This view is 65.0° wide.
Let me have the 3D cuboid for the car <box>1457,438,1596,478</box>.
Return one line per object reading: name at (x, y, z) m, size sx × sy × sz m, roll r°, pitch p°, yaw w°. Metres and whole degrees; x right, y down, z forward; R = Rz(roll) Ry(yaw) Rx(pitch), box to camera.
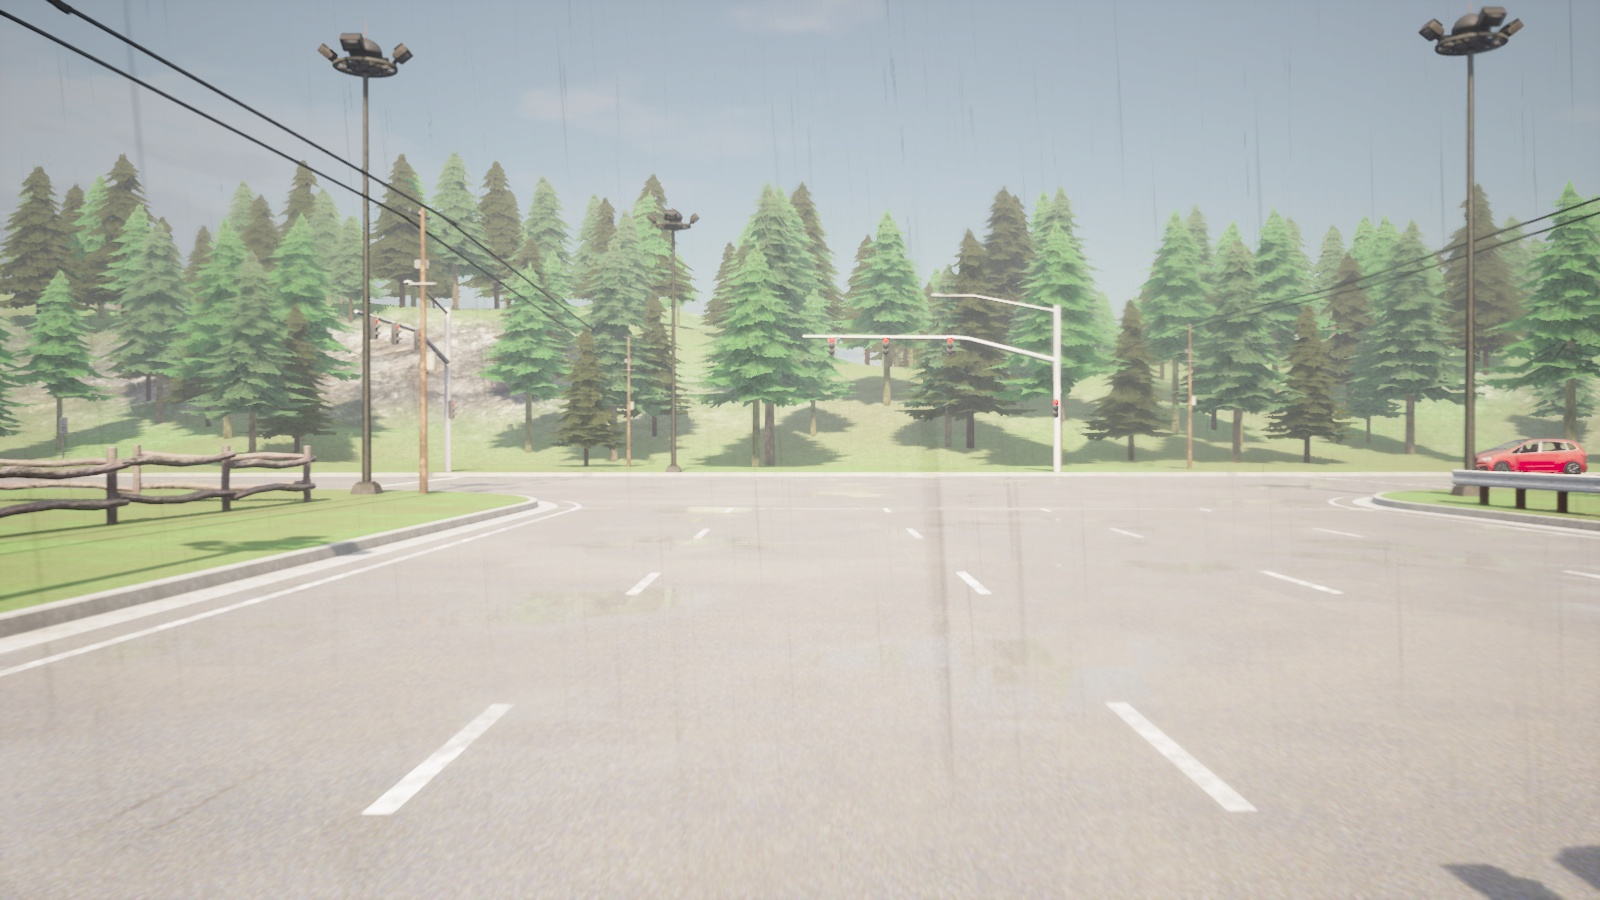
car at (30.801, 0.315, 53.341) m, size 4.611 × 1.667 × 2.242 m, roll 0°, pitch 0°, yaw 1°
